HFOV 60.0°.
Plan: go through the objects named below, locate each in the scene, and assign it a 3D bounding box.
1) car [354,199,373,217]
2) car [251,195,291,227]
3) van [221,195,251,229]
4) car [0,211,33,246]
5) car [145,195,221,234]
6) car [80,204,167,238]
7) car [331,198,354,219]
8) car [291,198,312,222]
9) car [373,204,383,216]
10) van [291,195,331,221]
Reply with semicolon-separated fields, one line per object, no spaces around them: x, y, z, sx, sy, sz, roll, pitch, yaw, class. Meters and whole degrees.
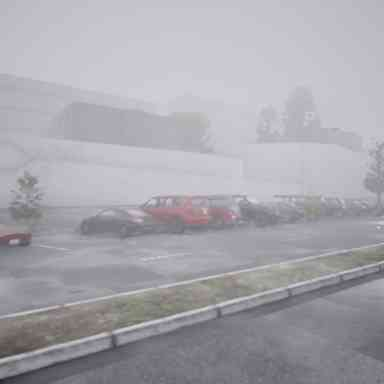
13.122;1.426;29.620;4.674;1.452;2.002;-1;0;35;car
3.425;1.195;22.693;5.566;2.045;2.435;-1;-1;35;car
1.068;1.234;20.912;4.442;1.987;1.878;-1;-1;35;van
-8.727;1.524;14.031;4.792;1.488;2.163;-1;-1;35;car
-1.489;1.225;19.256;5.566;2.045;2.435;-1;0;35;car
-3.888;1.525;17.506;4.674;1.452;2.002;-1;0;35;car
10.714;1.275;27.876;4.553;1.767;2.185;-1;0;34;car
5.835;1.432;24.429;4.892;1.521;2.231;-1;0;35;car
15.593;1.400;31.354;4.792;1.488;2.163;-1;-1;35;car
8.161;1.192;26.229;4.442;1.987;1.878;-1;0;35;van
